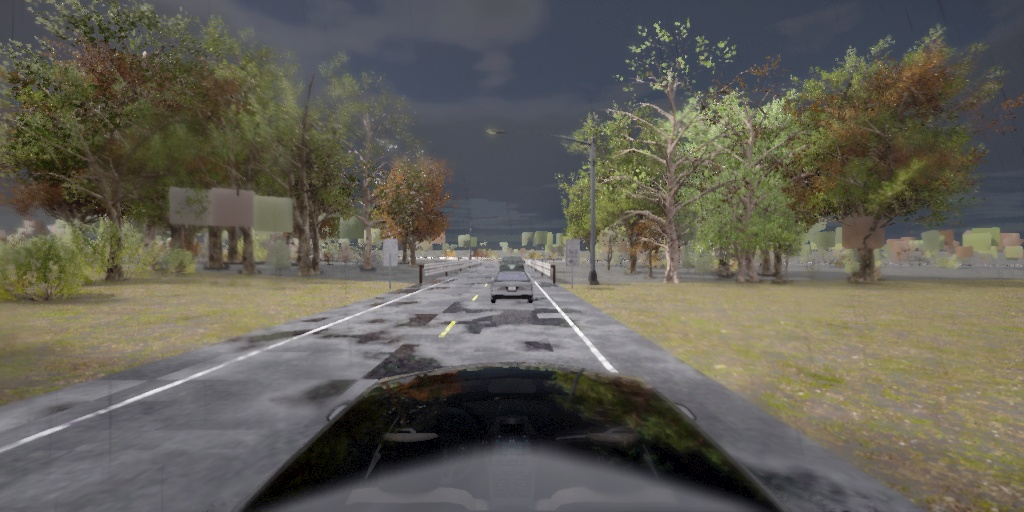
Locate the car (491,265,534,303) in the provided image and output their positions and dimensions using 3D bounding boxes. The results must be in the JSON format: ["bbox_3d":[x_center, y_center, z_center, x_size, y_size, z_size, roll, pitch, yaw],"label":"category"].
[{"bbox_3d":[0.000,1.310,16.500,2.033,1.411,5.357,0,0,0],"label":"car"}]

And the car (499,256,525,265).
[{"bbox_3d":[0.000,1.003,31.530,2.150,2.045,5.566,0,0,0],"label":"car"}]
